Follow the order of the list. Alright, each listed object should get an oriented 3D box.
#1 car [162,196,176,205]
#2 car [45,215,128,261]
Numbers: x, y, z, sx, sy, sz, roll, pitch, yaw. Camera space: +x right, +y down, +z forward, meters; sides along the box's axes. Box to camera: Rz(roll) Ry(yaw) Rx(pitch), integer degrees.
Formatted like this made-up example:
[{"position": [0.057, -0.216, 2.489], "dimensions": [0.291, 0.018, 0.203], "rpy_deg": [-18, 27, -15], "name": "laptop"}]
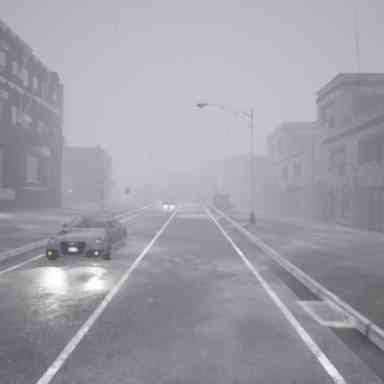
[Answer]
[{"position": [-3.712, 1.361, 54.338], "dimensions": [2.128, 1.511, 4.902], "rpy_deg": [0, 0, -1], "name": "car"}, {"position": [-3.599, 1.535, 12.040], "dimensions": [1.994, 1.385, 4.181], "rpy_deg": [0, 0, 0], "name": "car"}]
